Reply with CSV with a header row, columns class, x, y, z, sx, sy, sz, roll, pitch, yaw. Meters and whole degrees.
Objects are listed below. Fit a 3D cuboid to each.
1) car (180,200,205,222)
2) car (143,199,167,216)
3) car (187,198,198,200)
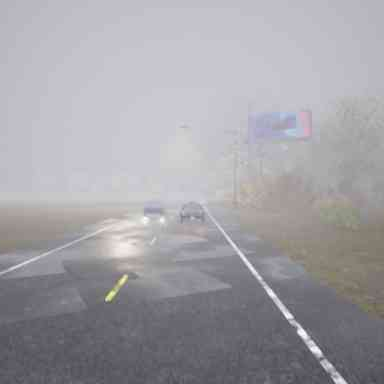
class,x,y,z,sx,sy,sz,roll,pitch,yaw
car,0.050,1.576,26.218,1.895,1.301,4.718,0,0,0
car,-3.551,1.447,32.548,1.882,1.535,5.008,0,0,0
car,0.076,1.482,44.567,1.812,1.442,4.674,0,0,0
